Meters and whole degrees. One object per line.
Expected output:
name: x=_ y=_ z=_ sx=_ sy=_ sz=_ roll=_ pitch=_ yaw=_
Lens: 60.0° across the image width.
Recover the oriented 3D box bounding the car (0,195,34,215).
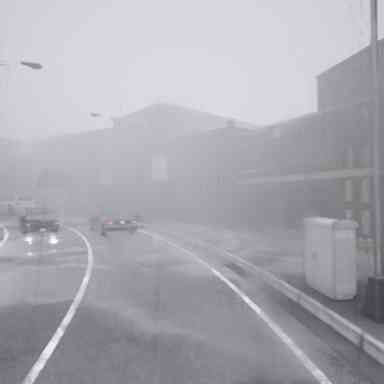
car: x=-19.295 y=1.323 z=35.973 sx=5.566 sy=2.045 sz=2.150 roll=0 pitch=-1 yaw=35

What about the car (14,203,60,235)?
car: x=-9.119 y=1.604 z=19.692 sx=2.033 sy=1.411 sz=5.357 roll=0 pitch=0 yaw=-30

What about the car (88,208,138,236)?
car: x=-4.660 y=1.608 z=19.155 sx=2.033 sy=1.411 sz=5.357 roll=0 pitch=0 yaw=-27
